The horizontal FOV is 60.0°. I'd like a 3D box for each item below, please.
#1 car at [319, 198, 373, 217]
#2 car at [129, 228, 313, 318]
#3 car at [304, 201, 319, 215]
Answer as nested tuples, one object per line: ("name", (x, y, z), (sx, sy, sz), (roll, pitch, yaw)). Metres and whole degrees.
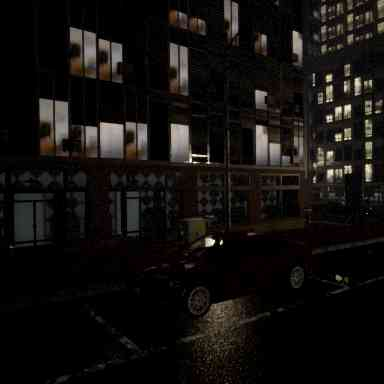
("car", (13.451, 1.491, 29.784), (1.895, 1.301, 4.718), (-1, 1, -36))
("car", (0.815, 1.543, 7.361), (4.507, 1.381, 1.887), (0, -1, -36))
("car", (9.220, 1.451, 31.325), (2.008, 1.369, 4.403), (-1, 1, -35))
